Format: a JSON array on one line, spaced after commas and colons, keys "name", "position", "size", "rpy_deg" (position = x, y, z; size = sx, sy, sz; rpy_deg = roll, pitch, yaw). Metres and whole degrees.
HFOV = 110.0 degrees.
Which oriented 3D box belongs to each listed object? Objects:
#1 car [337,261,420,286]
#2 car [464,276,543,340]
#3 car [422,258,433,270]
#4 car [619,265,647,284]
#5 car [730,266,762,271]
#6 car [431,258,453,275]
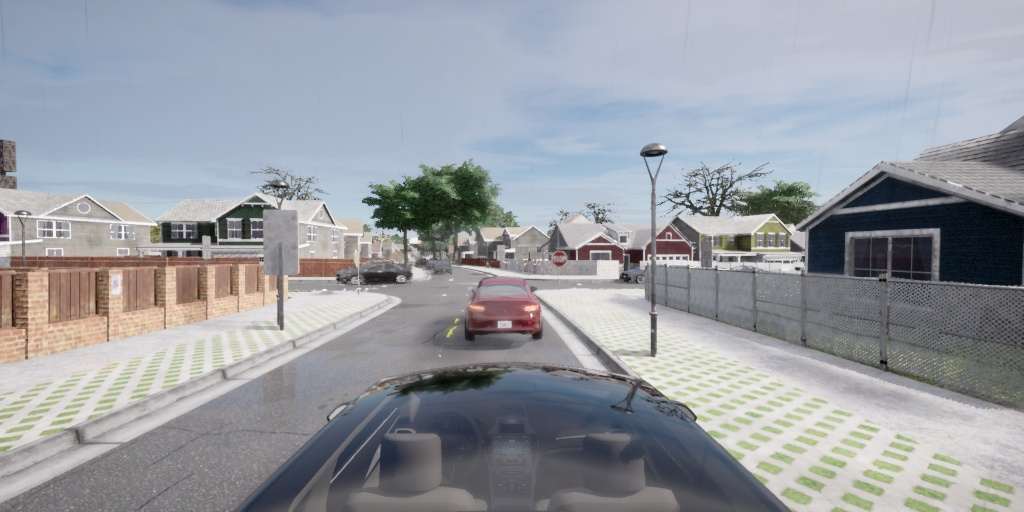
[{"name": "car", "position": [-9.199, 1.162, 24.398], "size": [4.892, 1.490, 1.837], "rpy_deg": [1, 5, -37]}, {"name": "car", "position": [-0.254, 1.274, 9.831], "size": [1.812, 1.442, 4.674], "rpy_deg": [0, 0, -2]}, {"name": "car", "position": [-11.787, 1.321, 53.842], "size": [2.033, 1.411, 5.357], "rpy_deg": [0, 0, -19]}, {"name": "car", "position": [10.665, 1.429, 28.365], "size": [4.181, 1.385, 1.994], "rpy_deg": [1, 1, -16]}, {"name": "car", "position": [19.931, 1.523, 30.903], "size": [4.181, 1.385, 1.994], "rpy_deg": [1, 1, -17]}, {"name": "car", "position": [-7.540, 1.271, 39.138], "size": [1.837, 1.490, 4.892], "rpy_deg": [0, 0, -14]}]
